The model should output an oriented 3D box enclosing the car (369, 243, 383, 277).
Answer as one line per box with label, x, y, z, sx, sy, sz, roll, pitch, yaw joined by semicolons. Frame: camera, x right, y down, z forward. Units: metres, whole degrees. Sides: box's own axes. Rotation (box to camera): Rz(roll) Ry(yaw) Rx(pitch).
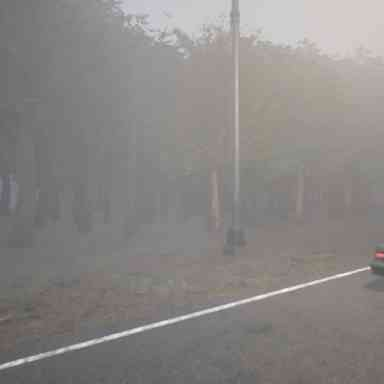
car;6.694;1.503;8.545;5.357;1.411;2.033;0;0;-35
